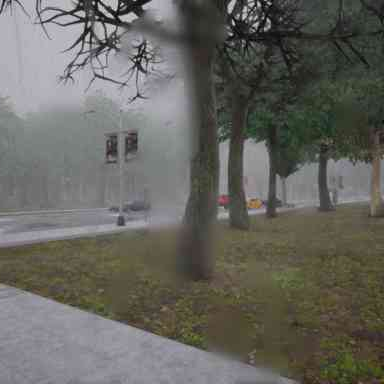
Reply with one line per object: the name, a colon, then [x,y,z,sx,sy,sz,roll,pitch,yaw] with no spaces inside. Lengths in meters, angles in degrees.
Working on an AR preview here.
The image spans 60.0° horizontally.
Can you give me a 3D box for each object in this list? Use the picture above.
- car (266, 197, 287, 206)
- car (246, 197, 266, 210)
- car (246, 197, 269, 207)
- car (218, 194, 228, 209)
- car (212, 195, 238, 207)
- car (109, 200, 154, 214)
car: [13.625,1.570,53.505,1.882,1.535,5.008,0,0,36]
car: [7.827,1.551,45.308,1.882,1.535,5.008,0,0,36]
car: [10.914,1.593,55.302,1.837,1.490,4.892,0,0,36]
car: [4.830,1.290,46.714,2.150,2.045,5.566,0,0,36]
car: [5.320,1.433,53.064,2.097,1.767,4.553,0,0,36]
car: [-6.575,1.585,36.587,2.033,1.411,5.357,0,0,36]
